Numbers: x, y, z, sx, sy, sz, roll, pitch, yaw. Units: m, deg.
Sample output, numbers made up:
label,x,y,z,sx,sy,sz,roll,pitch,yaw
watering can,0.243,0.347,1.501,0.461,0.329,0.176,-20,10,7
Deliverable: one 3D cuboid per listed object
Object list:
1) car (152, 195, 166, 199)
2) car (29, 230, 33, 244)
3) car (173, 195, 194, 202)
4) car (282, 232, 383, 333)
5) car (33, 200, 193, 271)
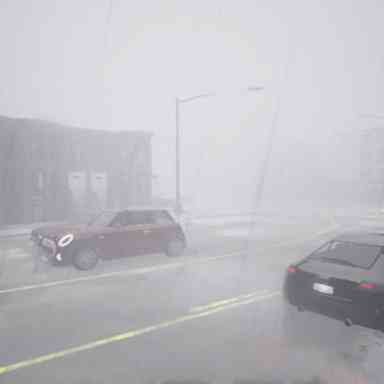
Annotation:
label,x,y,z,sx,sy,sz,roll,pitch,yaw
car,-6.132,1.256,58.188,1.837,1.490,4.892,-1,0,-34
car,-3.844,1.503,14.090,5.357,1.411,2.033,-1,0,-36
car,-1.544,1.203,57.628,2.128,1.511,4.902,-1,0,-34
car,3.679,1.504,6.607,4.181,1.385,1.994,-1,0,-39
car,-2.453,1.314,10.942,4.553,1.767,2.097,-1,0,-37
